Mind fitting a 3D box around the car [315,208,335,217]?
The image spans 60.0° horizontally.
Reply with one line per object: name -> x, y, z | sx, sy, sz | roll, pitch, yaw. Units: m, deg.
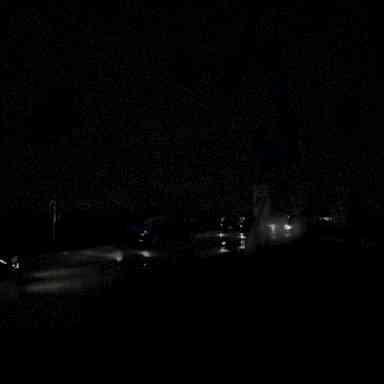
car -> 18.682, 2.864, 46.617 | 1.994, 1.385, 4.181 | -2, -3, 35

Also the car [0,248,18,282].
car -> -6.986, 1.734, 8.344 | 4.674, 1.442, 1.812 | 1, -1, -21

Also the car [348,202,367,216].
car -> 25.665, 2.609, 51.574 | 2.150, 2.045, 5.566 | -2, -3, 35

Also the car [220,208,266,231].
car -> 4.061, 2.059, 26.105 | 2.097, 1.767, 4.553 | -2, -2, 35

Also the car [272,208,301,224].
car -> 9.884, 2.434, 34.331 | 1.837, 1.490, 4.892 | -2, -2, 35

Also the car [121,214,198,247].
car -> -1.622, 1.973, 18.043 | 1.882, 1.535, 5.008 | -2, -2, 35
